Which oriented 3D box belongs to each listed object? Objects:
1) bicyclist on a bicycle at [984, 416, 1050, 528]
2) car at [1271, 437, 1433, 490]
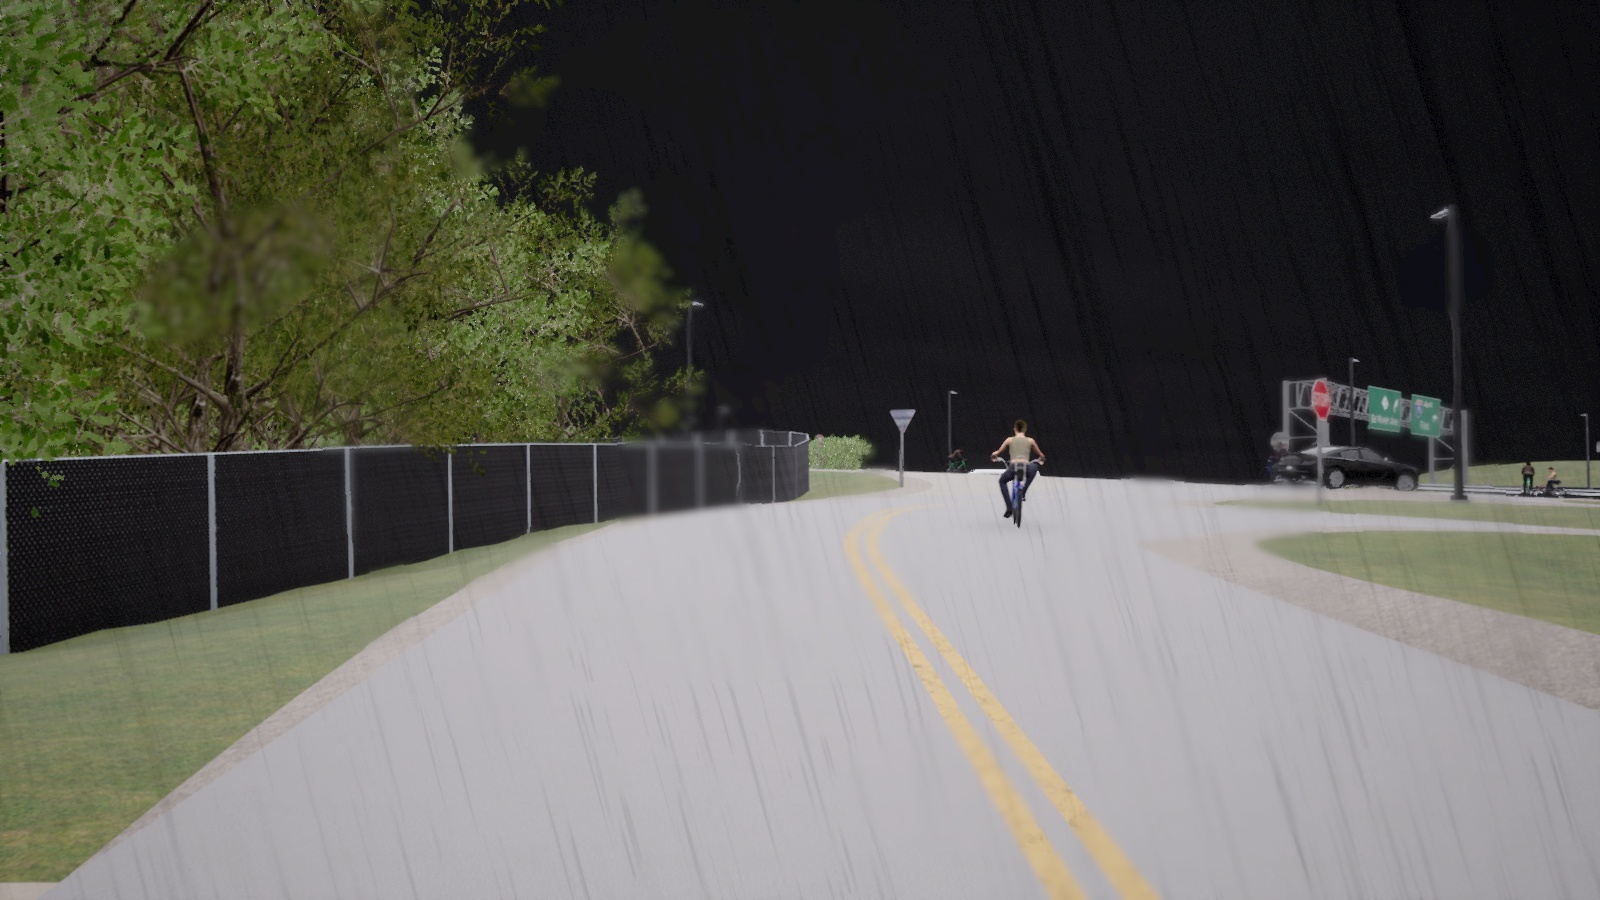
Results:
[{"bbox_3d":[3.289,0.318,19.145,0.866,1.612,1.509,1,0,7],"label":"bicyclist on a bicycle"},{"bbox_3d":[18.837,0.467,42.878,5.008,1.535,1.882,3,-1,-18],"label":"car"}]
